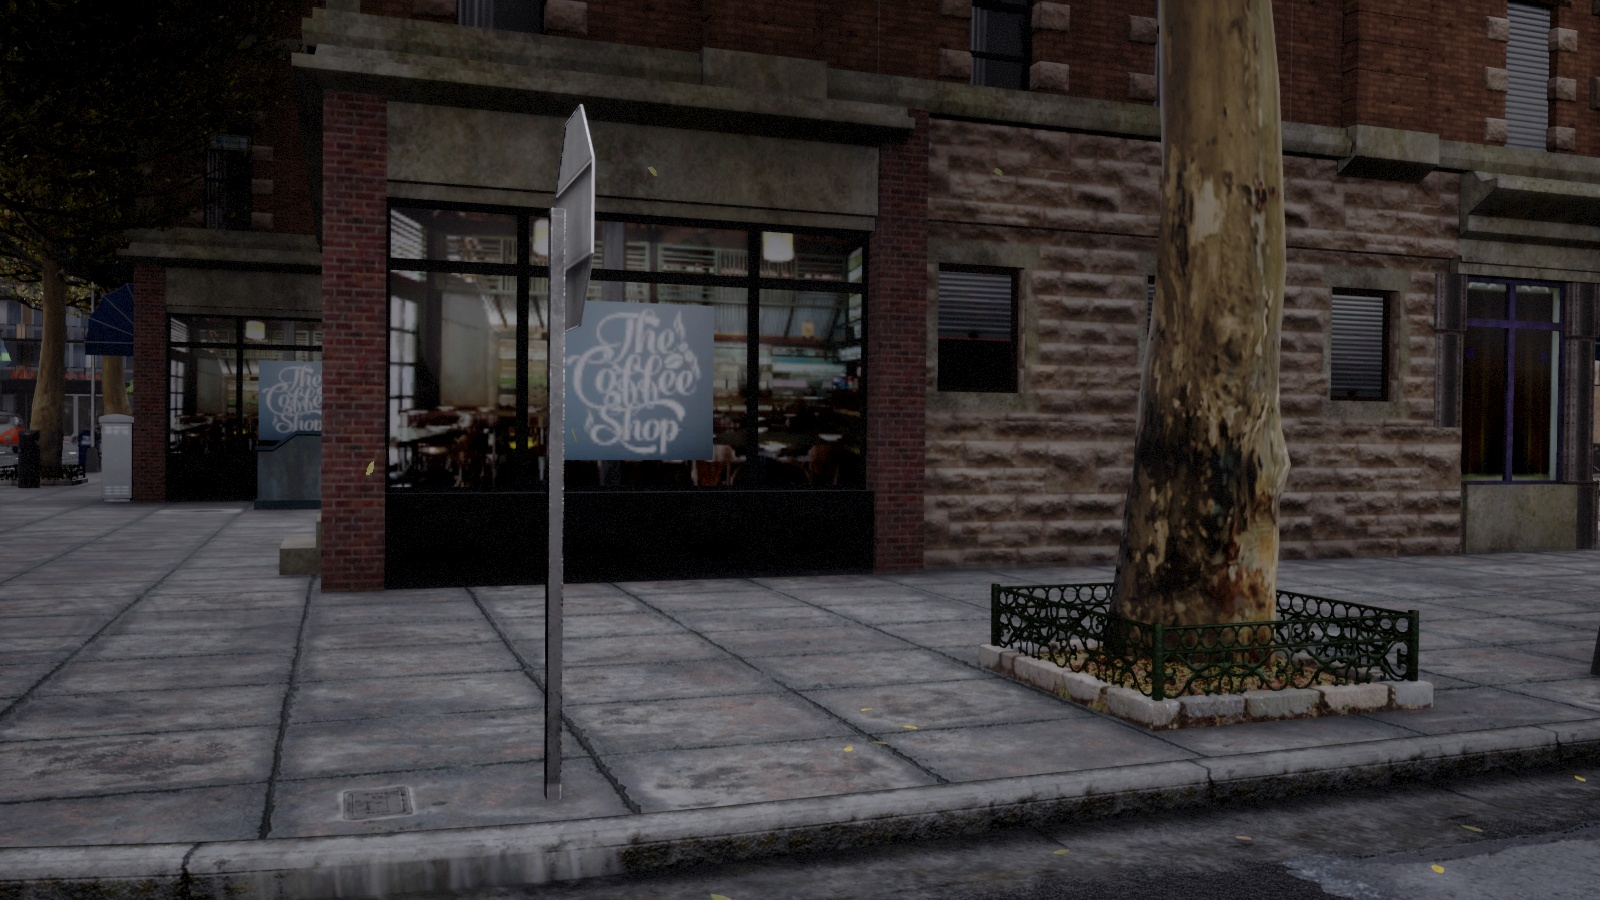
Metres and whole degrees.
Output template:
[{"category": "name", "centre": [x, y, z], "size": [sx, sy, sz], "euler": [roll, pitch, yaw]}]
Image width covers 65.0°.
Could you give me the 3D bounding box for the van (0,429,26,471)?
[{"category": "van", "centre": [-38.502, -0.017, 60.440], "size": [1.775, 1.987, 4.442], "euler": [-1, 1, -27]}]
